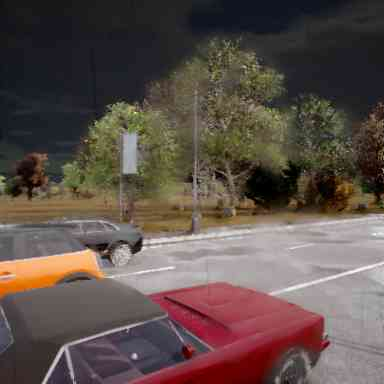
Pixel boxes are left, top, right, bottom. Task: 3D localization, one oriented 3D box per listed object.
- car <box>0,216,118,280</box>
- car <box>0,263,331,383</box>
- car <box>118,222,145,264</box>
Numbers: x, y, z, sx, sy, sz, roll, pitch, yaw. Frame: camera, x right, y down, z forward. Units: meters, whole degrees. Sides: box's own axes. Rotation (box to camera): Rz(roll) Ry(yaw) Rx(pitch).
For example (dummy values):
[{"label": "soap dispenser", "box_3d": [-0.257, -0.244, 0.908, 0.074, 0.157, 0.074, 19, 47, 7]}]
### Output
[{"label": "car", "box_3d": [-3.856, 1.361, 5.580, 4.553, 1.767, 2.097, 0, 0, -36]}, {"label": "car", "box_3d": [-0.719, 1.605, 3.277, 4.718, 1.301, 1.895, 0, 0, -36]}, {"label": "car", "box_3d": [-3.810, 1.505, 9.928, 4.902, 1.511, 2.128, 0, 0, -36]}]
